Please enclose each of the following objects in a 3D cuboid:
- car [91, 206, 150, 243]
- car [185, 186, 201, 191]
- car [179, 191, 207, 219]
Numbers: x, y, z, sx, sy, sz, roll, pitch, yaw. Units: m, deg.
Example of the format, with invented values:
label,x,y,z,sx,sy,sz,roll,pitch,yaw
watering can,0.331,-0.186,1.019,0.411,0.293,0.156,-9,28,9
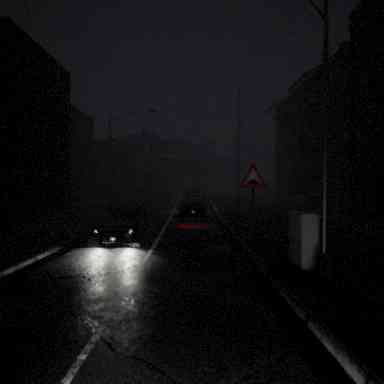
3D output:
label,x,y,z,sx,sy,sz,roll,pitch,yaw
car,-3.120,1.394,15.728,2.033,1.411,5.357,0,2,0
car,0.111,-0.058,42.083,2.128,1.511,4.902,0,3,1
car,0.063,1.007,23.794,1.882,1.535,5.008,0,3,0
